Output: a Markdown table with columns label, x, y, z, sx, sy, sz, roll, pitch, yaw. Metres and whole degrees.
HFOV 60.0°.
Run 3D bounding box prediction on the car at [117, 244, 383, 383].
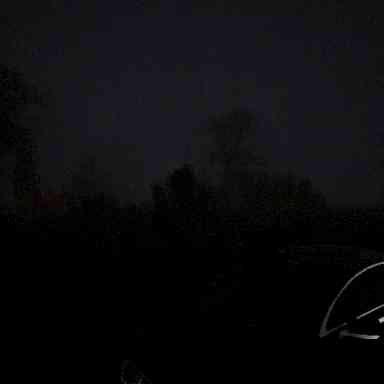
| label | x | y | z | sx | sy | sz | roll | pitch | yaw |
| --- | --- | --- | --- | --- | --- | --- | --- | --- | --- |
| car | 1.512 | 1.506 | 4.149 | 4.892 | 1.490 | 1.837 | 0 | 0 | -35 |
